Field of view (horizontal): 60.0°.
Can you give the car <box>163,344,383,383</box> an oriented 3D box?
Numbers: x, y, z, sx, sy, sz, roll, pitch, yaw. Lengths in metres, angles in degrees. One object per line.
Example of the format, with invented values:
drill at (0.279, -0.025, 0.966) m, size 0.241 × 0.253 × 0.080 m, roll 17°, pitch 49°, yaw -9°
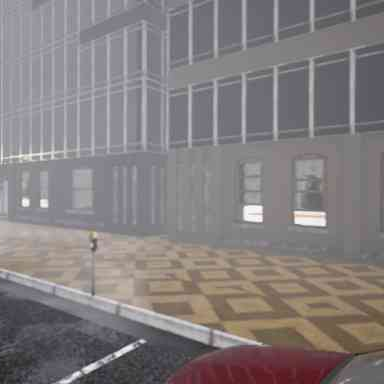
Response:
car at (1.594, 1.585, 1.738) m, size 4.206 × 1.307 × 1.802 m, roll 0°, pitch 0°, yaw 35°
